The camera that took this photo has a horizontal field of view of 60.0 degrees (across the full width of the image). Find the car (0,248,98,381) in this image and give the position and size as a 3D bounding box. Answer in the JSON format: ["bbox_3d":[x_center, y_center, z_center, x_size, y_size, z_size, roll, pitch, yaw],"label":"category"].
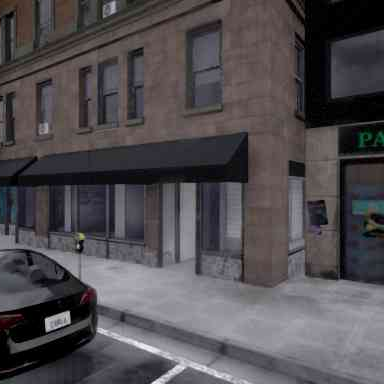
[{"bbox_3d":[-3.278,1.566,5.151,4.313,1.339,1.947,0,0,36],"label":"car"}]
